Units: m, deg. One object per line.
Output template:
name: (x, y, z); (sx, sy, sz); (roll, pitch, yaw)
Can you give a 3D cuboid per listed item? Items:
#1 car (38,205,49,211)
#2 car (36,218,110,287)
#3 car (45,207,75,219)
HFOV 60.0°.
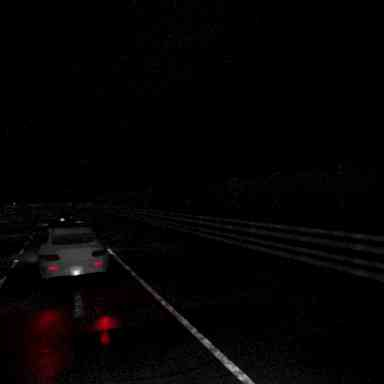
car: (-37.625, 4.071, 83.650); (1.837, 1.490, 4.892); (-2, -2, -22)
car: (-3.678, 1.748, 10.189); (1.812, 1.442, 4.674); (-2, -1, -22)
car: (-10.723, 2.145, 27.397); (1.994, 1.385, 4.181); (-2, 0, -22)
